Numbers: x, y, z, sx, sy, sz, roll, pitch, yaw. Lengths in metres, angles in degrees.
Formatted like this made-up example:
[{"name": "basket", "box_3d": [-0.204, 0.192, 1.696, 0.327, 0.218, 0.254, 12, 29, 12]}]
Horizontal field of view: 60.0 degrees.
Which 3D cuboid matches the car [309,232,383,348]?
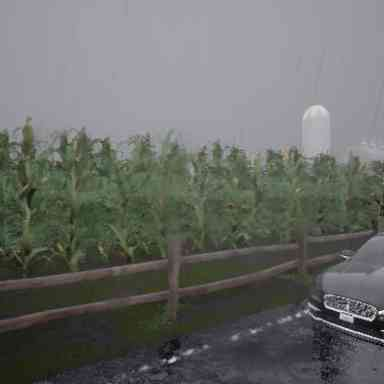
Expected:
[{"name": "car", "box_3d": [4.113, 1.479, 6.008, 4.892, 1.490, 1.837, 0, 0, -36]}]
